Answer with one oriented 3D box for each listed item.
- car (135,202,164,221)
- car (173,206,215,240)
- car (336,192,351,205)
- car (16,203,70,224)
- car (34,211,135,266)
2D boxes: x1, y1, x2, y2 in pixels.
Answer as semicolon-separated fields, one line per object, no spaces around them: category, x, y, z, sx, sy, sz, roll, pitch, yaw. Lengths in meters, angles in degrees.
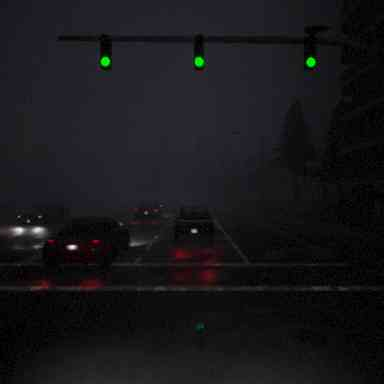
car;-3.409;1.500;26.719;1.994;1.385;4.181;0;0;0
car;0.097;1.451;16.581;2.128;1.511;4.902;0;0;0
car;21.585;1.062;43.084;5.566;2.045;2.150;0;0;0
car;-10.561;1.489;24.175;2.033;1.411;5.357;0;0;0
car;-3.402;1.536;11.448;1.994;1.385;4.181;0;0;0
